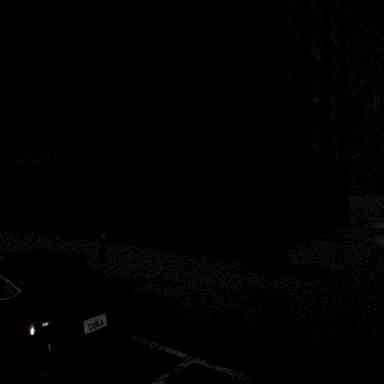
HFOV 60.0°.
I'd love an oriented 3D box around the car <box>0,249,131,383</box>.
[{"bbox_3d":[-2.815,1.566,5.076,4.313,1.339,1.947,0,0,35],"label":"car"}]
